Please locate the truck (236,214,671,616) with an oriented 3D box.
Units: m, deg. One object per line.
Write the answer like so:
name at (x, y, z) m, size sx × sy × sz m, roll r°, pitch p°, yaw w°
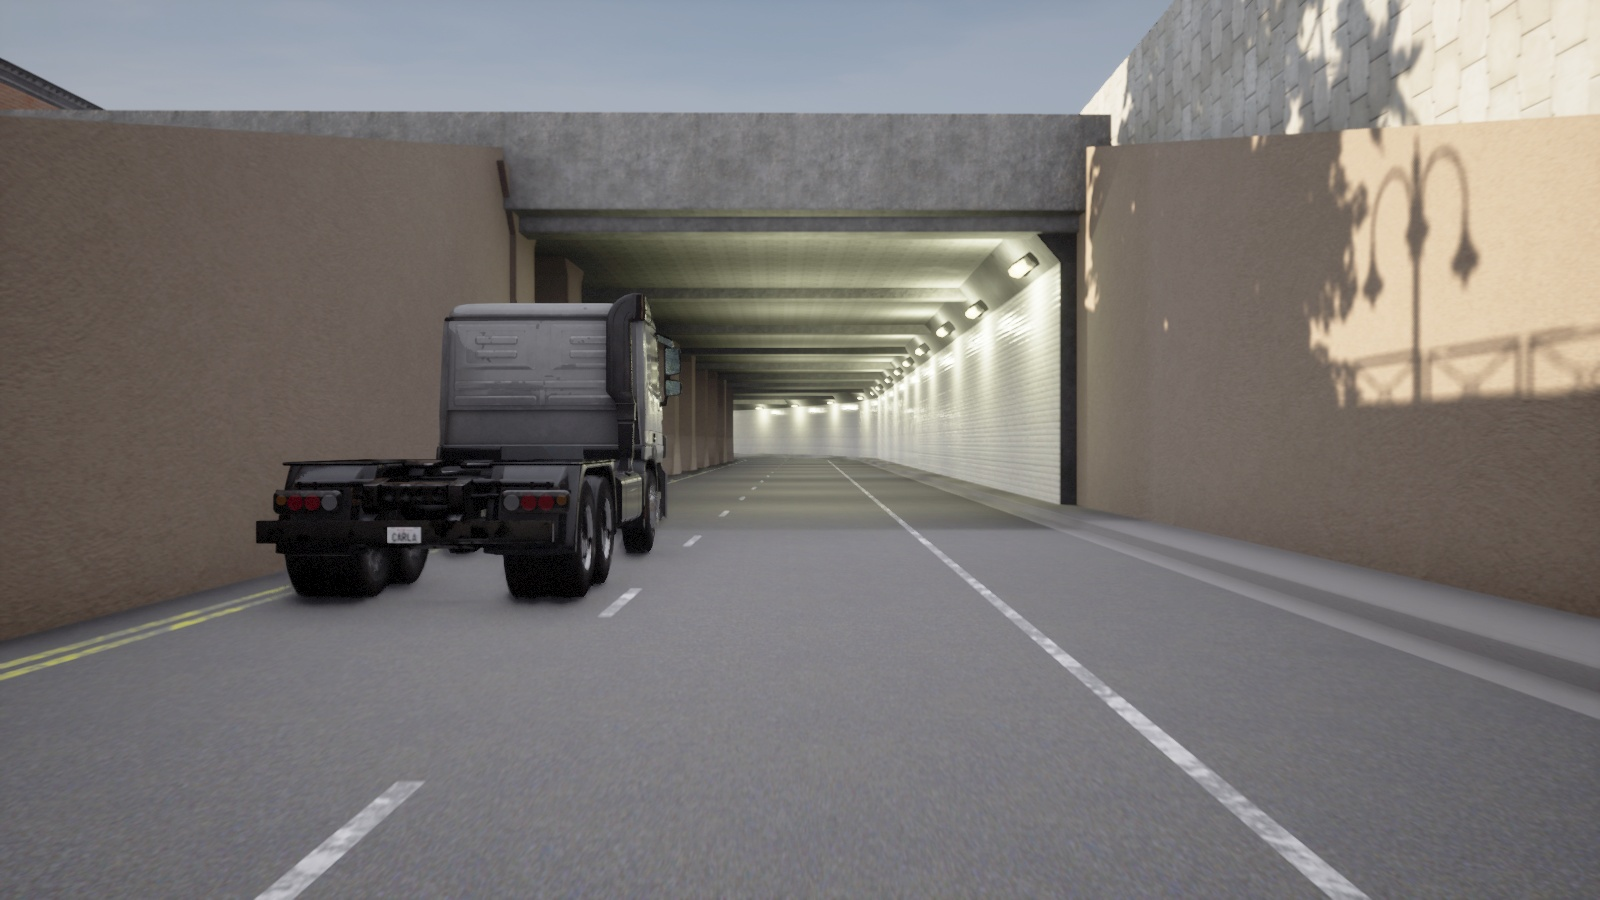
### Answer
truck at (-3.401, -0.322, 14.803) m, size 2.891 × 3.462 × 7.936 m, roll 0°, pitch 0°, yaw 0°
